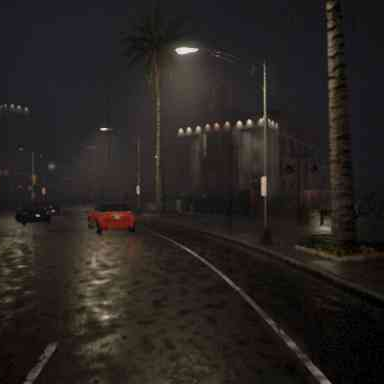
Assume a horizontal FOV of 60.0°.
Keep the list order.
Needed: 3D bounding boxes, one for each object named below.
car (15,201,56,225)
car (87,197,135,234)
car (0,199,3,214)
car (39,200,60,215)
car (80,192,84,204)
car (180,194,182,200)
[{"bbox_3d":[-11.951,1.627,24.929,1.994,1.385,4.181,0,0,-35],"label":"car"},{"bbox_3d":[-4.920,1.391,19.865,2.097,1.767,4.553,0,0,-25],"label":"car"},{"bbox_3d":[-22.058,1.328,35.010,5.566,2.045,2.150,0,0,36],"label":"car"},{"bbox_3d":[-15.122,1.588,33.831,4.892,1.490,1.837,0,-1,44],"label":"car"},{"bbox_3d":[-21.417,1.389,60.978,4.553,1.767,2.185,0,0,32],"label":"car"},{"bbox_3d":[-1.152,1.499,61.601,4.674,1.452,2.002,0,0,32],"label":"car"}]
